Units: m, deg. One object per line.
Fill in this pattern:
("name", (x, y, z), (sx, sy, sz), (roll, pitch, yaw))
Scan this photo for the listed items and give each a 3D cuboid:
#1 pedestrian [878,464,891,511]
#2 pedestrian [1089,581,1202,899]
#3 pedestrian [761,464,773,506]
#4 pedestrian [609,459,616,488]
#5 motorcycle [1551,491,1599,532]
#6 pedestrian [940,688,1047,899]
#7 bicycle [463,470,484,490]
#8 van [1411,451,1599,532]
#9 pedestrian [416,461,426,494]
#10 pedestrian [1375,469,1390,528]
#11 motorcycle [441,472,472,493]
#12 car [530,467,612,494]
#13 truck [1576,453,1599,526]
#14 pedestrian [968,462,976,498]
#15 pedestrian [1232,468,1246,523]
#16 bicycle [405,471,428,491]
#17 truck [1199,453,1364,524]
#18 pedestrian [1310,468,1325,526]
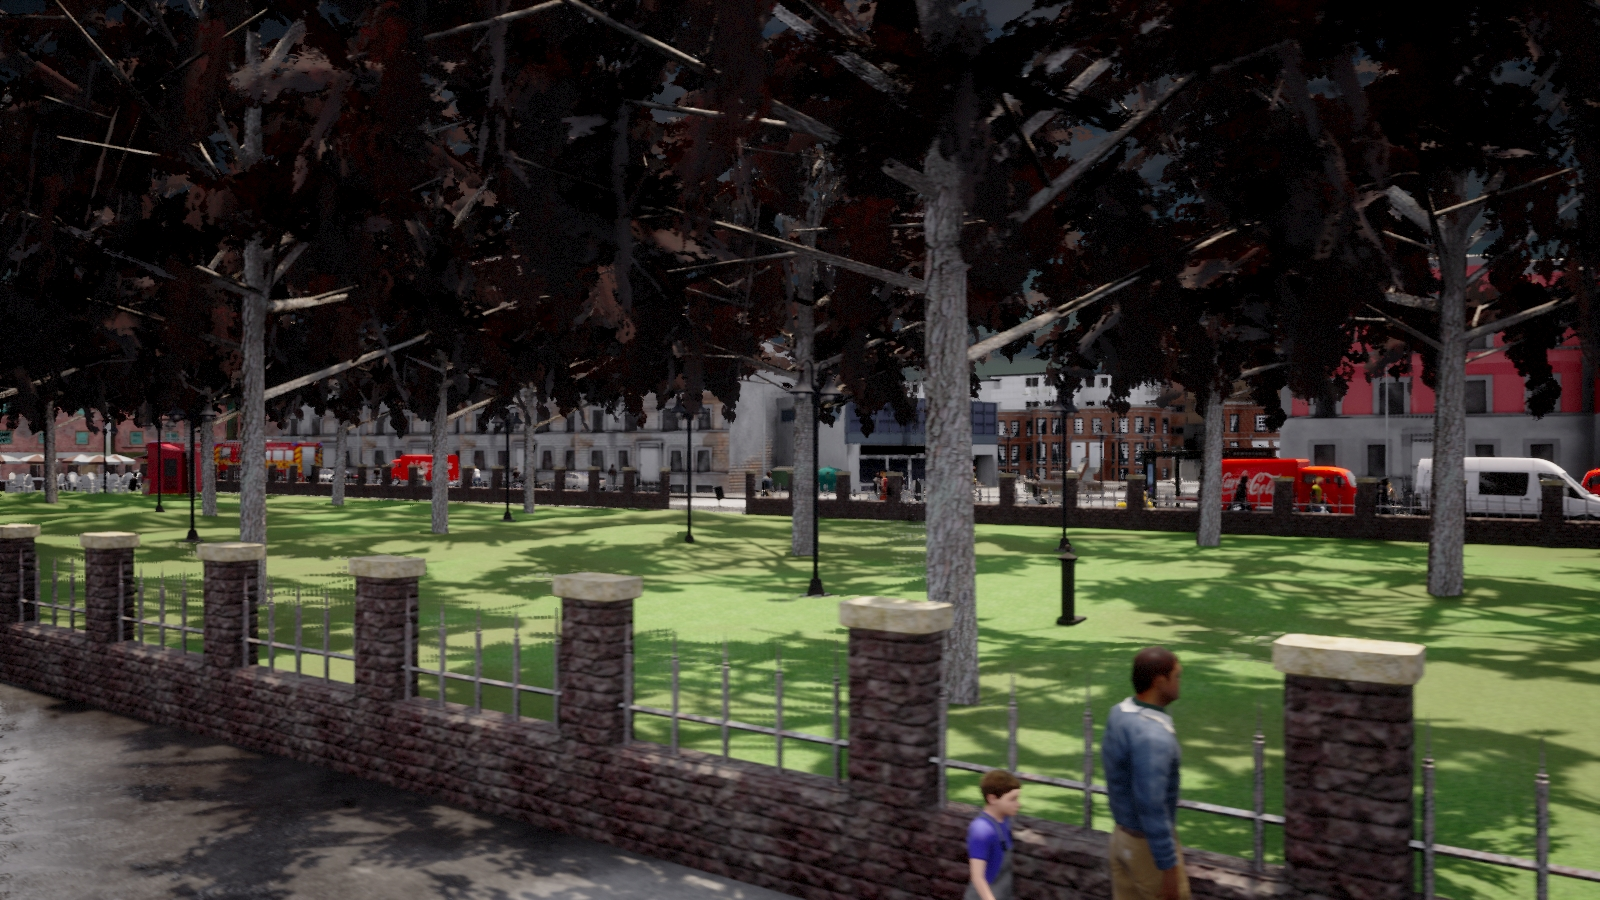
("pedestrian", (3.440, 1.523, 46.546), (0.375, 1.860, 0.375), (0, 0, 35))
("pedestrian", (1.499, 1.526, 4.988), (0.375, 1.860, 0.375), (0, 0, -2))
("pedestrian", (-1.435, 1.526, 49.952), (0.375, 1.860, 0.375), (0, 0, 33))
("pedestrian", (-12.255, 1.525, 74.642), (0.375, 1.860, 0.375), (0, 0, -35))
("motorcycle", (25.582, 1.985, 36.903), (2.209, 1.251, 0.867), (0, 0, 35))
("pedestrian", (0.899, 1.806, 5.302), (0.375, 1.300, 0.375), (0, 0, 31))
("bicycle", (-21.316, 1.937, 74.593), (1.643, 1.296, 0.373), (0, 0, 35))
("van", (23.866, 1.315, 38.115), (5.915, 2.561, 1.988), (0, 0, 35))
("pedestrian", (-21.167, 1.526, 63.777), (0.375, 1.860, 0.375), (0, 0, 34))
("pedestrian", (18.397, 1.526, 36.074), (0.375, 1.860, 0.375), (0, 0, 36))
("motorcycle", (-20.852, 1.963, 69.416), (1.805, 1.236, 0.856), (0, 0, 35))
("car", (-13.940, 1.828, 69.437), (4.902, 1.511, 2.128), (0, 0, 35))
("truck", (29.626, 1.348, 38.946), (5.204, 2.467, 2.627), (0, 0, 35))
("pedestrian", (8.862, 1.525, 58.848), (0.375, 1.860, 0.375), (0, 0, 18))
("pedestrian", (14.825, 1.525, 38.585), (0.375, 1.860, 0.375), (0, 0, 34))
("bicycle", (-24.047, 1.941, 71.683), (1.835, 1.271, 0.329), (0, 0, 35))
("truck", (17.819, 1.348, 42.330), (5.204, 2.467, 2.627), (0, 0, 35))
("pedestrian", (16.830, 1.524, 37.158), (0.375, 1.860, 0.375), (0, 0, 35))
